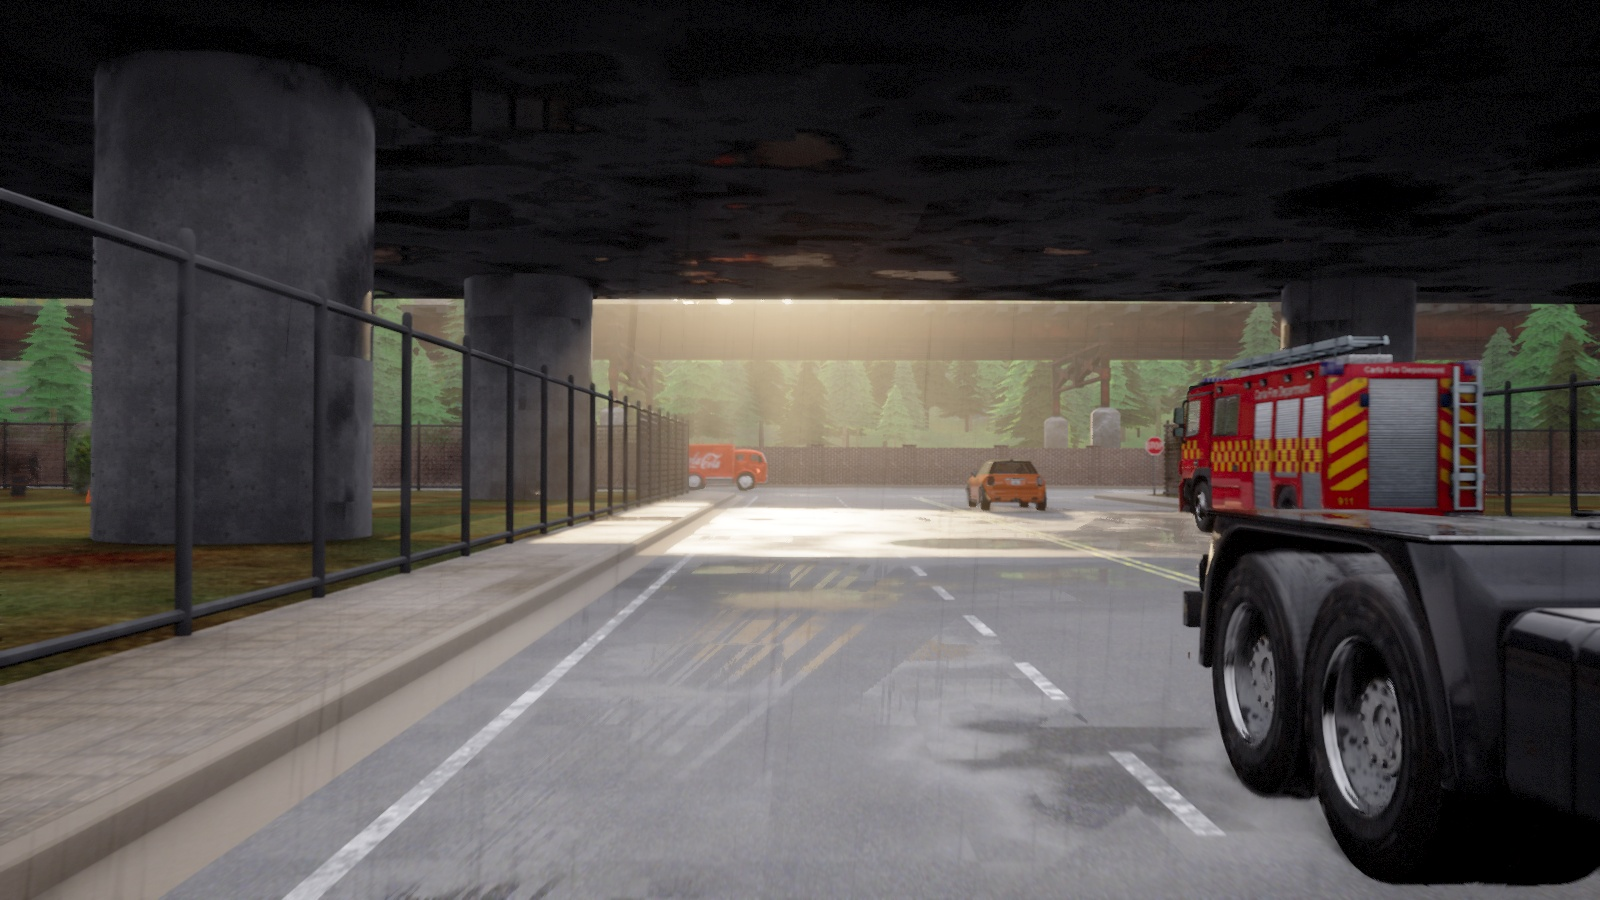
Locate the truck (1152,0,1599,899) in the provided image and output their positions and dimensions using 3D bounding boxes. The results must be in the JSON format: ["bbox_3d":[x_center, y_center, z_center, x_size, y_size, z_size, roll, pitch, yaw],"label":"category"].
[{"bbox_3d":[3.488,-0.153,3.243,2.891,3.462,7.936,0,0,0],"label":"truck"}]

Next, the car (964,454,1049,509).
[{"bbox_3d":[6.907,1.031,42.514,2.097,1.767,4.553,0,-1,0],"label":"car"}]

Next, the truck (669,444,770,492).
[{"bbox_3d":[-4.220,0.944,66.497,5.204,2.467,2.627,0,-1,0],"label":"truck"}]

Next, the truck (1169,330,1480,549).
[{"bbox_3d":[10.443,-0.152,26.255,2.891,3.827,8.468,0,-1,0],"label":"truck"}]
